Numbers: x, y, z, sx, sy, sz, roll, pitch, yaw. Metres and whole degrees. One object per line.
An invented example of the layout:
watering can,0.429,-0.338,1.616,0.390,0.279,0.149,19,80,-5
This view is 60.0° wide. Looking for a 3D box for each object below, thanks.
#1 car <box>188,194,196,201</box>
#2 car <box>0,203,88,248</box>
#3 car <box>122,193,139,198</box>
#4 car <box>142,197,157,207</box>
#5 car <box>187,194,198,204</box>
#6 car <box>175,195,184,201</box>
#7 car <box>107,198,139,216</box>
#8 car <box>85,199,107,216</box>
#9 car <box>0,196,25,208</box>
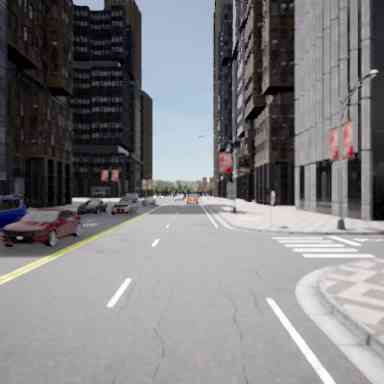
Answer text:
car,0.003,1.356,83.665,2.097,1.767,4.553,0,0,0
car,-6.600,1.498,15.230,1.882,1.535,5.008,0,0,0
car,-9.804,1.240,53.103,2.150,2.045,5.566,0,0,0
car,-6.561,1.542,51.650,1.812,1.442,4.674,0,0,0
car,0.103,1.362,64.638,2.097,1.767,4.553,0,0,0
car,-3.247,1.596,83.725,1.895,1.301,4.718,0,0,0
car,-6.594,1.588,32.692,1.994,1.385,4.181,0,0,0
car,-9.844,1.501,33.366,1.882,1.535,5.008,0,0,0
car,-9.851,1.242,15.623,2.150,2.045,5.566,0,0,0
